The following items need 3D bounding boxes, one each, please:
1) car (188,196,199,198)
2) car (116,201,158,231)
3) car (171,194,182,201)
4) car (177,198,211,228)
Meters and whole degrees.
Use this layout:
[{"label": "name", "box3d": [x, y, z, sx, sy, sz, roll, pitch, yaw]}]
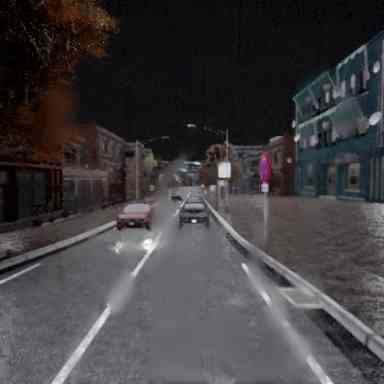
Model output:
[{"label": "car", "box3d": [0.217, 1.173, 39.601, 2.033, 1.411, 5.357, 0, 1, 0]}, {"label": "car", "box3d": [-3.143, 1.356, 19.878, 1.882, 1.535, 5.008, 0, 1, 0]}, {"label": "car", "box3d": [-2.762, 0.945, 60.756, 1.895, 1.301, 4.718, 0, 1, 1]}, {"label": "car", "box3d": [0.131, 1.368, 21.240, 1.837, 1.490, 4.892, 0, 1, 0]}]
